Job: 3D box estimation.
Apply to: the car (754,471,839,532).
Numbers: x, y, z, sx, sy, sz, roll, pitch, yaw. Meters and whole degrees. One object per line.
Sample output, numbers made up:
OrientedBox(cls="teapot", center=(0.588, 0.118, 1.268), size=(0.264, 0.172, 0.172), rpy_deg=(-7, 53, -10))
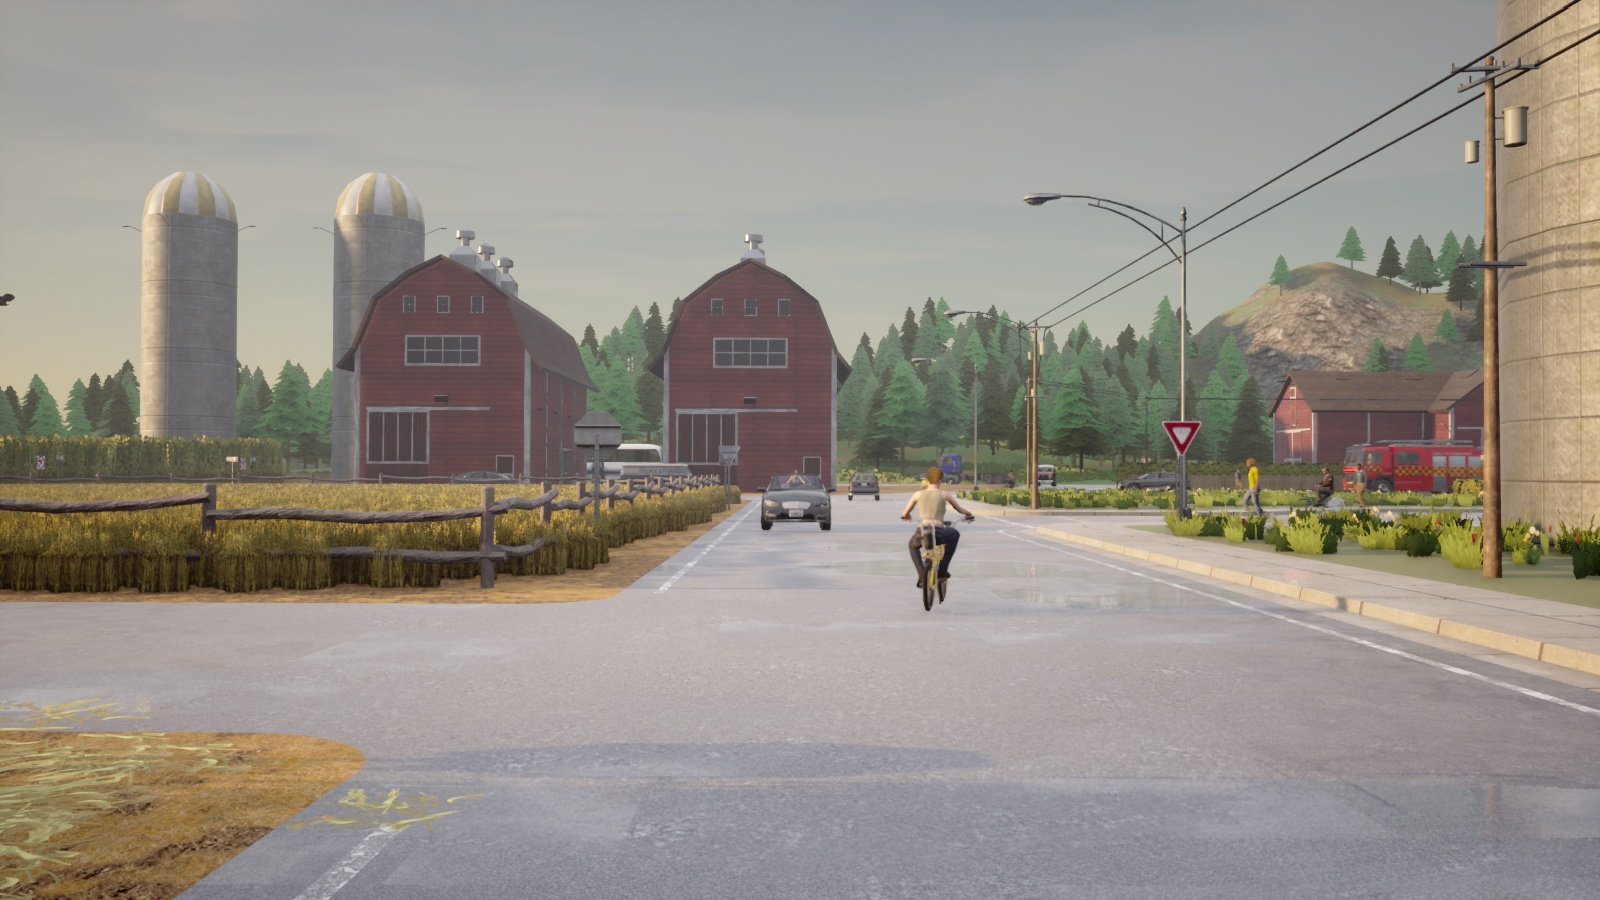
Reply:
OrientedBox(cls="car", center=(-0.090, 1.342, 34.070), size=(2.128, 1.511, 4.902), rpy_deg=(0, -1, 0))

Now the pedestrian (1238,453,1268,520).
OrientedBox(cls="pedestrian", center=(12.514, 1.001, 34.694), size=(0.706, 1.836, 0.354), rpy_deg=(0, -1, 6))

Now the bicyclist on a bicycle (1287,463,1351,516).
OrientedBox(cls="bicyclist on a bicycle", center=(17.337, 1.319, 41.989), size=(1.843, 1.776, 0.659), rpy_deg=(0, -1, -1))

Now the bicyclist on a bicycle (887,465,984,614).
OrientedBox(cls="bicyclist on a bicycle", center=(1.582, 0.987, 14.452), size=(0.866, 1.612, 1.509), rpy_deg=(-1, -1, 15))

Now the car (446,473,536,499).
OrientedBox(cls="car", center=(-18.203, 2.130, 74.038), size=(4.892, 1.490, 1.837), rpy_deg=(0, -1, -3))

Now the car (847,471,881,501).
OrientedBox(cls="car", center=(3.503, 1.916, 68.279), size=(1.789, 1.549, 3.705), rpy_deg=(-1, -1, 4))

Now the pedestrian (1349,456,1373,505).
OrientedBox(cls="pedestrian", center=(22.307, 1.217, 49.914), size=(0.788, 1.949, 0.423), rpy_deg=(0, -1, -23))

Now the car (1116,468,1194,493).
OrientedBox(cls="car", center=(24.240, 2.085, 85.906), size=(4.856, 1.649, 2.033), rpy_deg=(0, -1, 4))

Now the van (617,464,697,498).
OrientedBox(cls="van", center=(-8.452, 1.845, 74.290), size=(4.442, 1.987, 1.775), rpy_deg=(0, -1, 4))

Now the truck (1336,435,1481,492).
OrientedBox(cls="truck", center=(41.479, 0.922, 85.835), size=(8.468, 3.827, 2.891), rpy_deg=(0, -1, 0))
